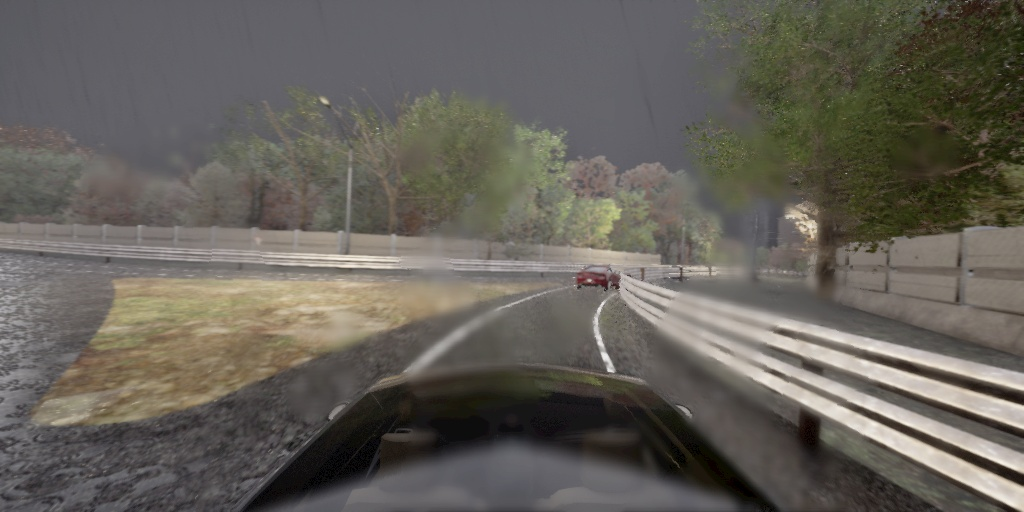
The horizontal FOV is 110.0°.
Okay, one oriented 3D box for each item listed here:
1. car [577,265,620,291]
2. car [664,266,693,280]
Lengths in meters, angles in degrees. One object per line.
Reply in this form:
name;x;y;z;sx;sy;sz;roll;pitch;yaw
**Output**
car;5.673;1.331;23.133;1.882;1.535;5.008;2;0;28
car;18.229;1.845;39.271;1.994;1.385;4.181;3;1;44
